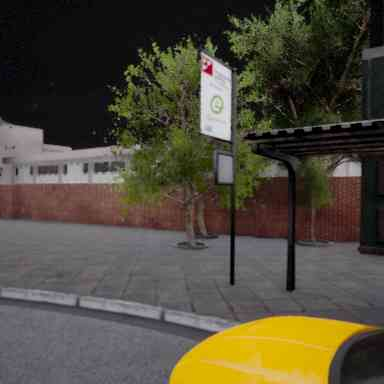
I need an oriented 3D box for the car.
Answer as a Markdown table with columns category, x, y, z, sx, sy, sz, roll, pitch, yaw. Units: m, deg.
| category | x | y | z | sx | sy | sz | roll | pitch | yaw |
| --- | --- | --- | --- | --- | --- | --- | --- | --- | --- |
| car | 2.100 | 1.477 | 1.764 | 5.008 | 1.535 | 1.882 | 0 | 0 | 34 |
